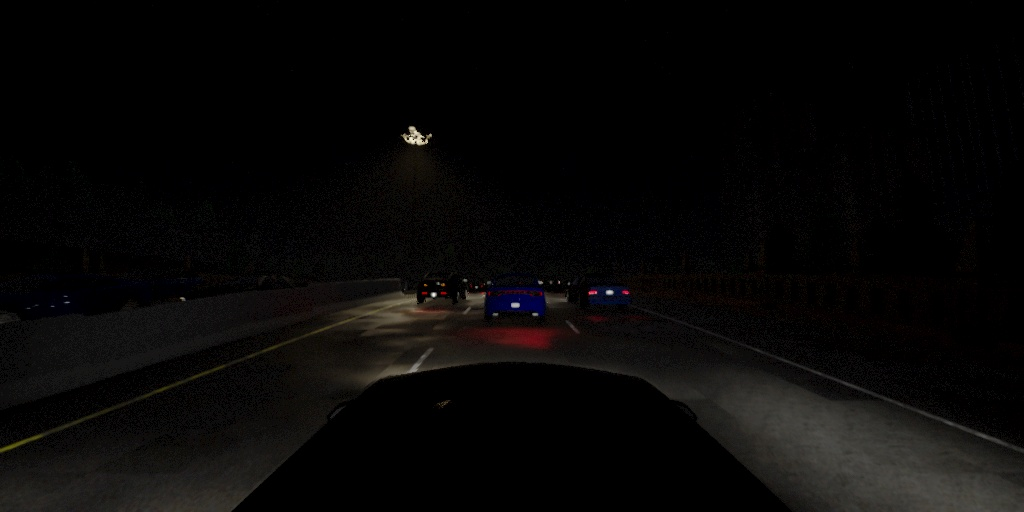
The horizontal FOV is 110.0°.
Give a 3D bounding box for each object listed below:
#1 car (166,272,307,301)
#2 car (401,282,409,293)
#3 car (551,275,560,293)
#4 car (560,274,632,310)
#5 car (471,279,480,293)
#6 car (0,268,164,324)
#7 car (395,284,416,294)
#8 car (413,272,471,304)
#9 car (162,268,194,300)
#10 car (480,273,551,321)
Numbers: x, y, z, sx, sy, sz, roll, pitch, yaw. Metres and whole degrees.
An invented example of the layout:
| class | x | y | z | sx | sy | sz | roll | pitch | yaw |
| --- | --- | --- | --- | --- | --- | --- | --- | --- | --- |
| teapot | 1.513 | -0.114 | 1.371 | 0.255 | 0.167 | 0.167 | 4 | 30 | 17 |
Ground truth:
| class | x | y | z | sx | sy | sz | roll | pitch | yaw |
| --- | --- | --- | --- | --- | --- | --- | --- | --- | --- |
| car | -10.604 | 1.458 | 14.834 | 2.033 | 1.411 | 5.357 | 0 | -2 | 0 |
| car | -14.079 | 4.471 | 52.666 | 2.150 | 2.045 | 5.566 | 0 | -6 | 1 |
| car | 3.591 | 2.721 | 35.182 | 2.097 | 1.767 | 4.553 | 0 | -6 | 0 |
| car | 3.596 | 1.489 | 15.709 | 2.033 | 1.411 | 5.357 | 0 | -2 | 0 |
| car | -3.423 | 3.073 | 36.831 | 1.812 | 1.442 | 4.674 | 0 | -6 | 0 |
| car | -14.102 | 1.288 | 10.932 | 1.882 | 1.535 | 5.008 | 0 | -1 | 0 |
| car | -17.556 | 5.469 | 59.286 | 1.837 | 1.490 | 4.892 | 0 | -6 | 1 |
| car | -3.405 | 1.540 | 18.037 | 1.837 | 1.490 | 4.892 | 0 | -3 | 0 |
| car | -17.603 | 1.366 | 17.499 | 2.097 | 1.767 | 4.553 | 0 | -3 | 0 |
| car | 0.097 | 1.330 | 12.836 | 1.882 | 1.535 | 5.008 | 0 | -1 | 0 |
